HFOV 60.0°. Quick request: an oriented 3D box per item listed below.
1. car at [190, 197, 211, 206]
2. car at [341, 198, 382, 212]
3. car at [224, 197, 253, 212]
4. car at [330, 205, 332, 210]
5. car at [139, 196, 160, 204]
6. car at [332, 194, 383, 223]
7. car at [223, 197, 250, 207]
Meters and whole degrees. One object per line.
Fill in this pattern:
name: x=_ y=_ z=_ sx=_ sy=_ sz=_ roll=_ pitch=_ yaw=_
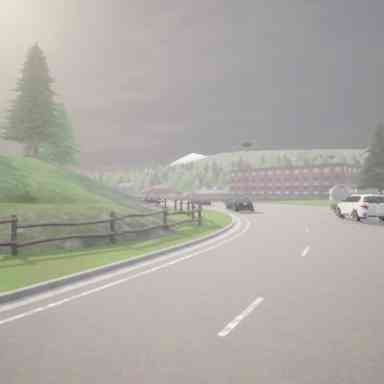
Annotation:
car: x=1.232 y=1.538 z=54.811 sx=1.994 sy=1.385 sz=4.181 roll=0 pitch=0 yaw=-37
car: x=19.408 y=1.497 z=38.263 sx=1.812 sy=1.442 sz=4.674 roll=0 pitch=0 yaw=-9
car: x=5.273 y=1.333 z=37.799 sx=2.097 sy=1.767 sz=4.553 roll=0 pitch=0 yaw=-12
car: x=16.674 y=1.521 z=34.689 sx=2.033 sy=1.411 sz=5.357 roll=0 pitch=0 yaw=-8
car: x=-7.713 y=1.456 z=60.211 sx=1.882 sy=1.535 sz=5.008 roll=0 pitch=-1 yaw=-42
car: x=13.131 y=1.203 z=25.820 sx=2.150 sy=2.045 sz=5.566 roll=1 pitch=0 yaw=4
car: x=6.973 y=1.498 z=52.532 sx=1.812 sy=1.442 sz=4.674 roll=0 pitch=0 yaw=-31
